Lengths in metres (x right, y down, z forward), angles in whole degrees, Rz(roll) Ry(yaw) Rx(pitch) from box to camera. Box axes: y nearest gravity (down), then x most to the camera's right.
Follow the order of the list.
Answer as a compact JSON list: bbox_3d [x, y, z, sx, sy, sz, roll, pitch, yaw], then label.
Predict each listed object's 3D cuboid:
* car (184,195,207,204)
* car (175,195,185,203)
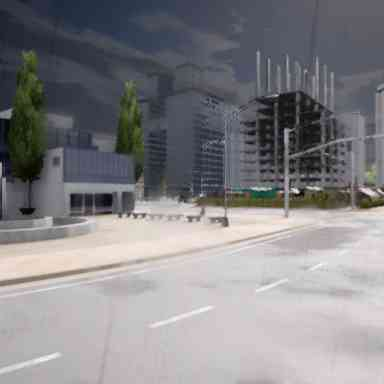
[{"bbox_3d":[0.830,1.908,74.350,1.970,1.475,3.806,0,-1,38],"label":"car"},{"bbox_3d":[-1.429,1.686,76.164,1.905,1.878,3.866,0,-1,38],"label":"car"}]
